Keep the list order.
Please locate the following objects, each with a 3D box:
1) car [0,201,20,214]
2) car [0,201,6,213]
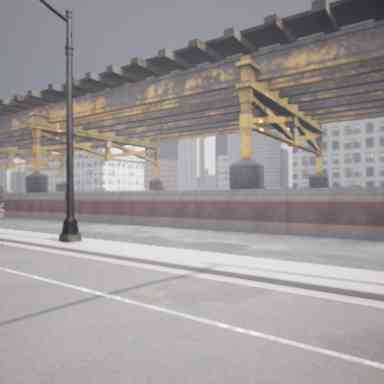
[{"bbox_3d":[-23.920,1.854,40.498,4.974,1.542,2.038,0,0,-1],"label":"car"},{"bbox_3d":[-23.869,1.696,40.500,4.536,1.218,1.853,0,0,-1],"label":"car"}]
